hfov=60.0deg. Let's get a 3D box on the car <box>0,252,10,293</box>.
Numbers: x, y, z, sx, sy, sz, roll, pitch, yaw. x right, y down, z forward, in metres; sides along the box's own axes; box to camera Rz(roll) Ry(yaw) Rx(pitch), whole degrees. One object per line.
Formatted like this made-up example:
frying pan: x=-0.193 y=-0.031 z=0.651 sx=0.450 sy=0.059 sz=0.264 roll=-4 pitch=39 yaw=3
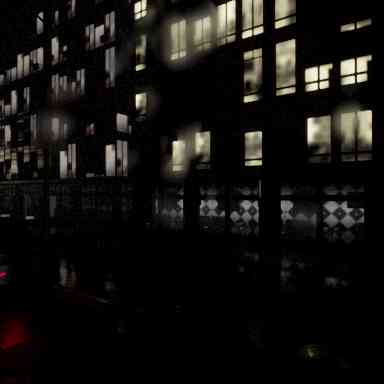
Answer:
car: x=-5.852 y=1.527 z=7.432 sx=4.674 sy=1.442 sz=1.812 roll=0 pitch=0 yaw=36
